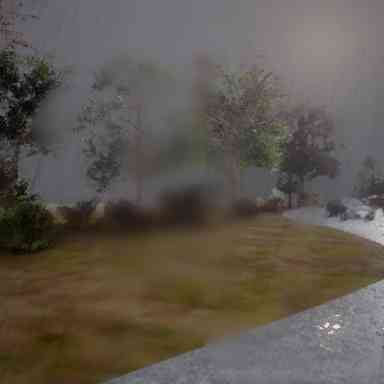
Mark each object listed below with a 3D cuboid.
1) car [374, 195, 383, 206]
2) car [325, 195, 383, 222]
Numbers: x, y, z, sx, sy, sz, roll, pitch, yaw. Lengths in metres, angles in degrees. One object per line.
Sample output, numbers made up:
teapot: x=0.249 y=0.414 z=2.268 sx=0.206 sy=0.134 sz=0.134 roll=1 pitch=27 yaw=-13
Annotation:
car: x=20.643 y=1.006 z=37.194 sx=4.181 sy=1.385 sz=1.994 roll=-1 pitch=0 yaw=-13
car: x=10.713 y=1.171 z=22.919 sx=2.128 sy=1.511 sz=4.902 roll=-1 pitch=0 yaw=5
